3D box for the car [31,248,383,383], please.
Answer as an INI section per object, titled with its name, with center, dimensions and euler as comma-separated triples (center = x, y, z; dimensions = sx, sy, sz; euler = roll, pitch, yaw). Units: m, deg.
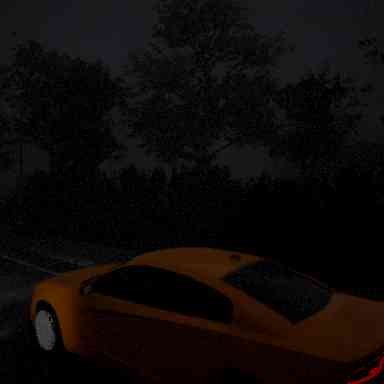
[car]
center = -0.165, 1.485, 4.315
dimensions = 5.008, 1.535, 1.882
euler = 0, 0, 37
